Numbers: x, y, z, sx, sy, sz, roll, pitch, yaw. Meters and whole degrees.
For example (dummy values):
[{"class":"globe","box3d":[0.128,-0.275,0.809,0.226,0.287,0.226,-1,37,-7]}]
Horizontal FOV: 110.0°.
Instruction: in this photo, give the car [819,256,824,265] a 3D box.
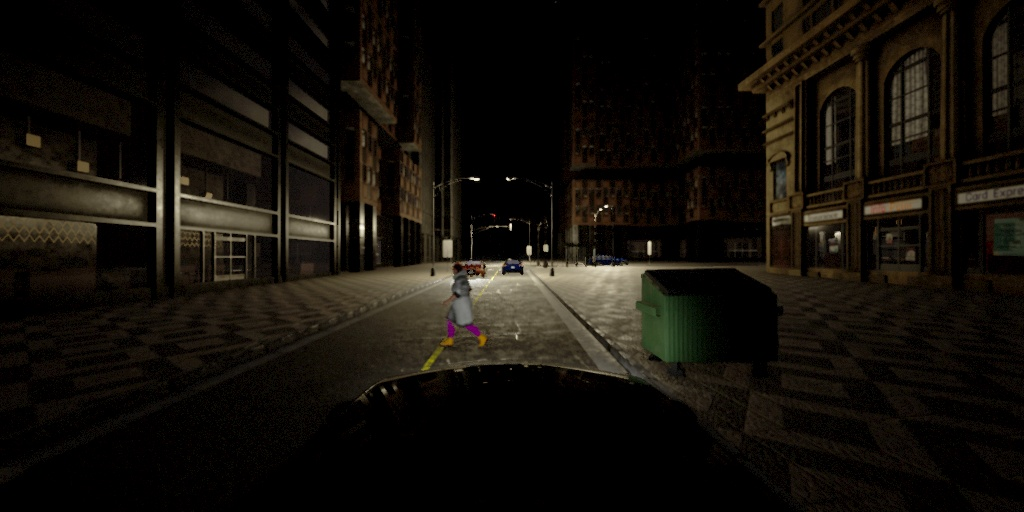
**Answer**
[{"class":"car","box3d":[38.137,0.538,45.632,4.674,1.442,1.812,-1,0,0]}]

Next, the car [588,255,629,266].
[{"class":"car","box3d":[12.229,0.649,45.501,5.008,1.535,1.882,-1,0,-1]}]

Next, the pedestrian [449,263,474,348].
[{"class":"pedestrian","box3d":[-1.069,0.980,7.548,0.375,1.860,0.375,1,0,-10]}]

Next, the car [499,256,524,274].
[{"class":"car","box3d":[0.086,0.966,33.969,1.994,1.385,4.181,0,0,0]}]

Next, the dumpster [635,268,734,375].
[{"class":"dumpster","box3d":[3.135,1.089,6.928,1.020,1.700,1.940,0,0,0]}]

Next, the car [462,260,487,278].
[{"class":"car","box3d":[-3.073,1.022,28.941,1.994,1.385,4.181,0,1,0]}]
